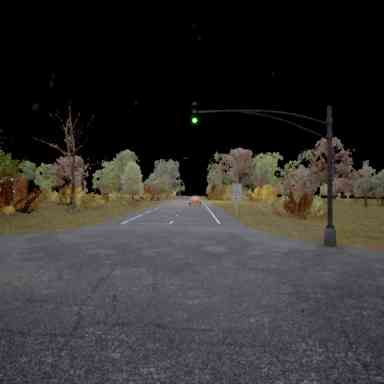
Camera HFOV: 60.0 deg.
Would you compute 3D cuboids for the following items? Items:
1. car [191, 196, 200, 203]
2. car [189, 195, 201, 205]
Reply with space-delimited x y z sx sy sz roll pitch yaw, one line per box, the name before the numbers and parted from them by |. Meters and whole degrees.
car | 0.660 1.588 69.623 1.812 1.442 4.674 0 0 1
car | 0.566 1.397 59.590 2.097 1.767 4.553 0 0 1
